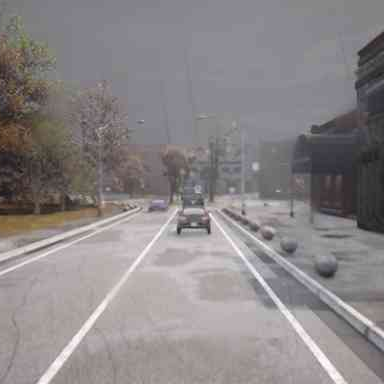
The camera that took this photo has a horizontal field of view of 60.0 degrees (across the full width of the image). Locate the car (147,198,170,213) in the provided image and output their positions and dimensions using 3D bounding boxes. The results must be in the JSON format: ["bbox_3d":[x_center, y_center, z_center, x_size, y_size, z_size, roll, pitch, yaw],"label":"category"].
[{"bbox_3d":[-3.500,1.422,35.474,1.812,1.442,4.674,0,1,0],"label":"car"}]

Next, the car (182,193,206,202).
[{"bbox_3d":[0.198,1.096,33.913,2.150,2.045,5.566,0,0,2],"label":"car"}]

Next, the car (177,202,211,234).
[{"bbox_3d":[0.100,1.497,19.040,1.812,1.442,4.674,0,-1,0],"label":"car"}]
